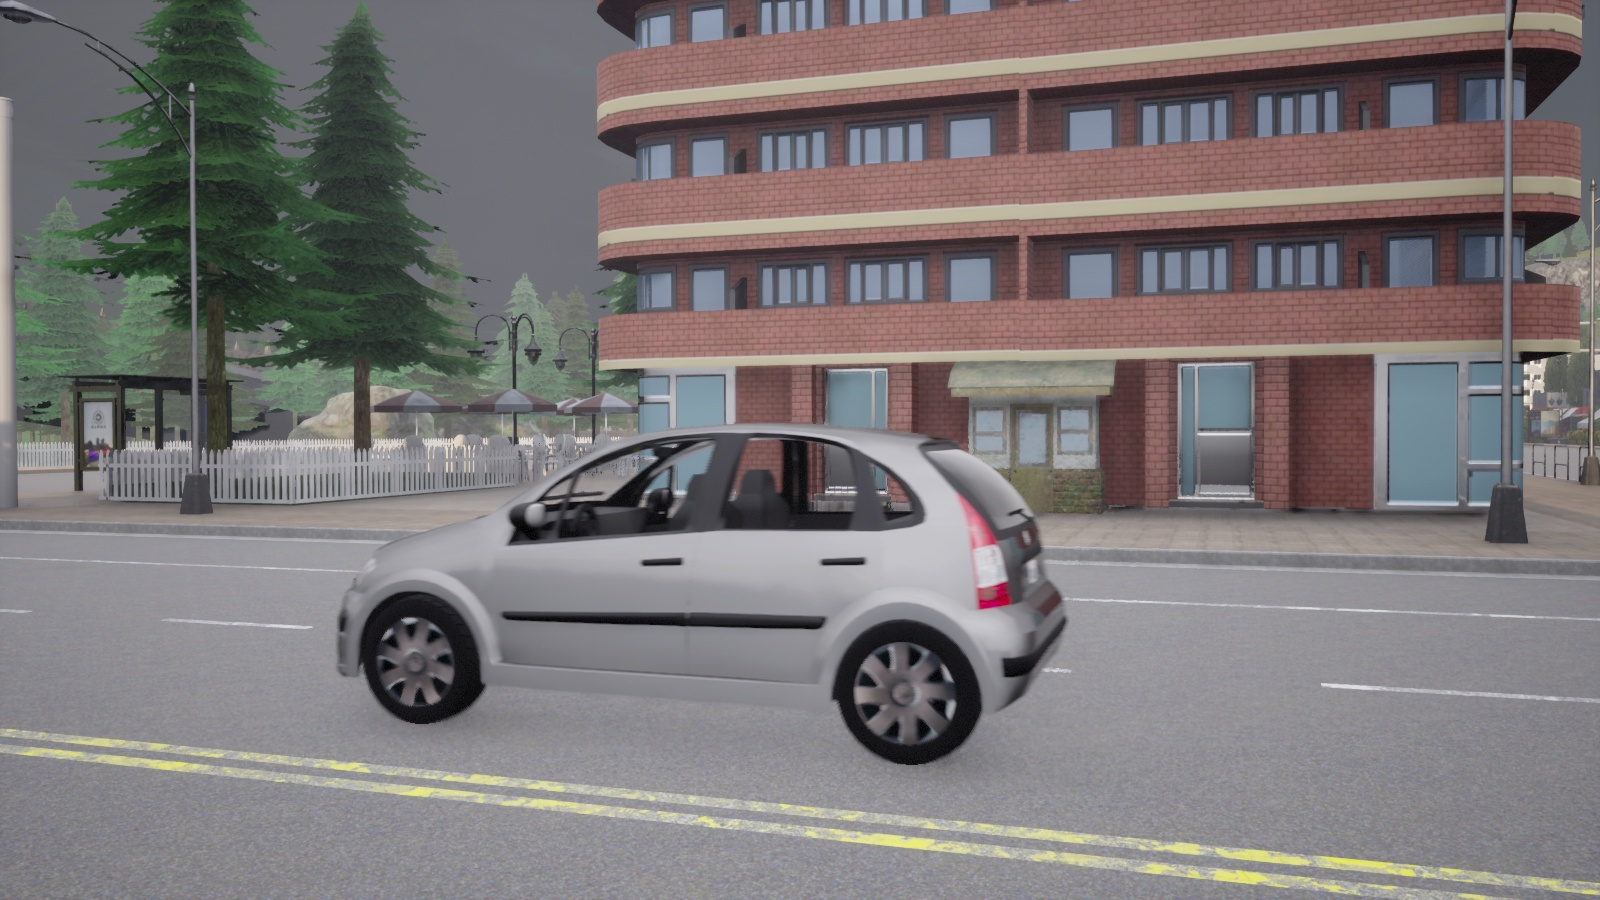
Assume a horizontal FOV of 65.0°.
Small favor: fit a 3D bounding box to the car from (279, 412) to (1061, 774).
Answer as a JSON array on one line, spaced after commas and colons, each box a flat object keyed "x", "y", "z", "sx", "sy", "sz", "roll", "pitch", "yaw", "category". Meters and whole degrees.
[{"x": -0.661, "y": 0.608, "z": 7.106, "sx": 3.988, "sy": 1.617, "sz": 1.851, "roll": 1, "pitch": 1, "yaw": 19, "category": "car"}]
